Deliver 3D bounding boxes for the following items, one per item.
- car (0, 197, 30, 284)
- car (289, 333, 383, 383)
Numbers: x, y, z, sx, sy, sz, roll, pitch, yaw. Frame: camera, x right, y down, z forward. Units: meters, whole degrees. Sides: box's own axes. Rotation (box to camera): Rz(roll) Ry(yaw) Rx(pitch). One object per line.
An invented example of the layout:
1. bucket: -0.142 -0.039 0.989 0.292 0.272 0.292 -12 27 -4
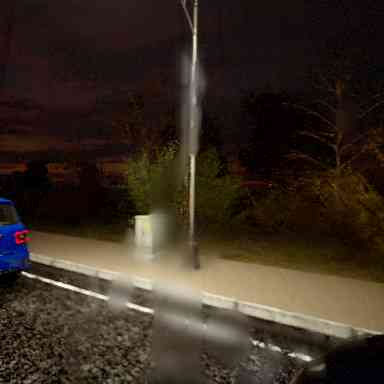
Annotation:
1. car: -6.118 1.089 7.923 5.566 2.045 2.150 1 1 35
2. car: 2.835 1.525 1.540 4.792 1.488 2.163 1 1 35
